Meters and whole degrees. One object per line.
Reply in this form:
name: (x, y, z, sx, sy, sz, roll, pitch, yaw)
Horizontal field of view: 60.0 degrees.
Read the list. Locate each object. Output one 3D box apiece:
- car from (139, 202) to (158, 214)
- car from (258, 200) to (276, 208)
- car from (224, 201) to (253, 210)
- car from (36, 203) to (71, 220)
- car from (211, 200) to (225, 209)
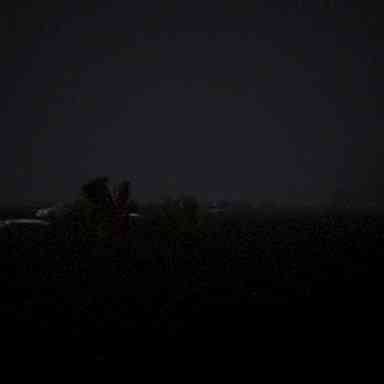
car: (-5.814, 1.958, 40.932, 1.994, 1.385, 4.181, -1, -1, 36)
car: (14.091, 2.215, 62.421, 1.994, 1.385, 4.181, -1, -1, 36)
car: (7.864, 2.081, 53.756, 2.033, 1.411, 5.357, -1, -1, 37)
car: (-12.444, 1.796, 31.731, 1.812, 1.442, 4.674, -1, -1, 36)
car: (4.427, 2.062, 55.081, 1.882, 1.535, 5.008, -1, -2, 36)
